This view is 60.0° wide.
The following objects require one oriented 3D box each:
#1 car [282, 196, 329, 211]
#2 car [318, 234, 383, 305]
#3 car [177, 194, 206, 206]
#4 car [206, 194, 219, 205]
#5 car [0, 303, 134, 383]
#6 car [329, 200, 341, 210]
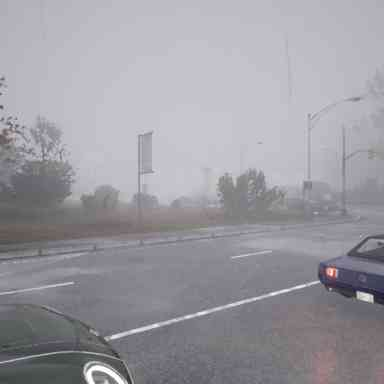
[{"bbox_3d":[11.698,1.291,35.704,1.837,1.490,4.892,-1,0,-38],"label":"car"},{"bbox_3d":[4.906,1.573,7.230,4.718,1.301,1.895,0,0,-35],"label":"car"},{"bbox_3d":[-0.568,1.300,51.089,1.837,1.490,4.892,-1,0,-39],"label":"car"},{"bbox_3d":[2.308,1.117,53.095,2.097,1.767,4.553,-1,0,-39],"label":"car"},{"bbox_3d":[-2.567,1.352,1.893,4.553,1.767,2.097,0,0,-36],"label":"car"},{"bbox_3d":[14.419,1.247,37.937,2.128,1.511,4.902,-1,0,-39],"label":"car"}]
